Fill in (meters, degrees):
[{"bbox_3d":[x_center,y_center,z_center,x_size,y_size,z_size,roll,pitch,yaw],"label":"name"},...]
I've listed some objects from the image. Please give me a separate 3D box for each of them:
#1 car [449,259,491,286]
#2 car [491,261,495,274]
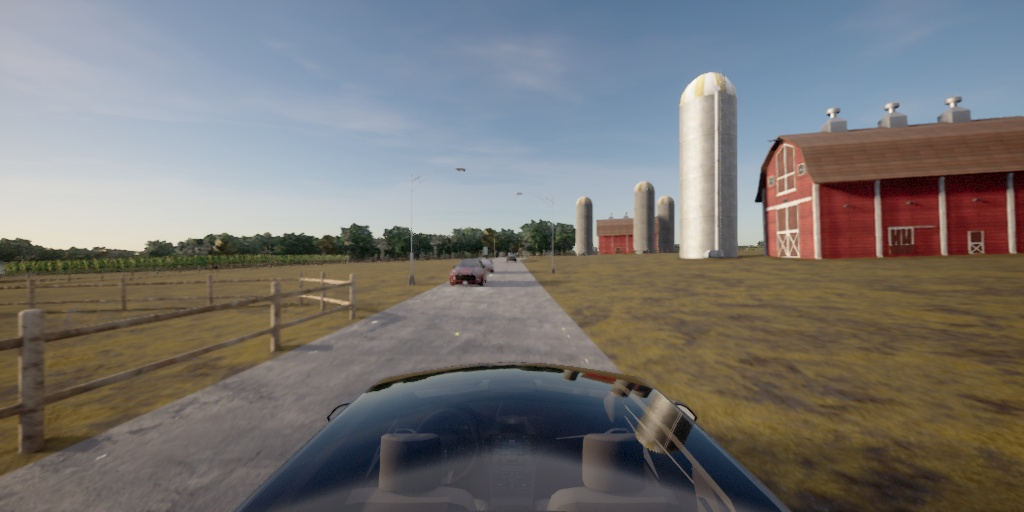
[{"bbox_3d":[-2.791,0.990,23.747,2.097,1.767,4.553,0,1,0],"label":"car"},{"bbox_3d":[-2.779,1.025,36.553,1.812,1.442,4.674,0,1,0],"label":"car"}]
